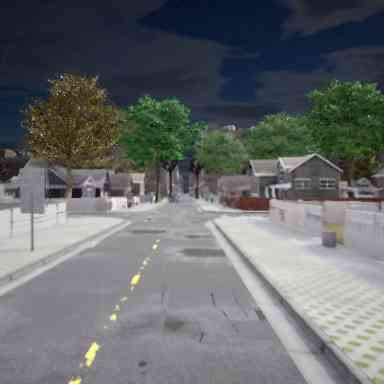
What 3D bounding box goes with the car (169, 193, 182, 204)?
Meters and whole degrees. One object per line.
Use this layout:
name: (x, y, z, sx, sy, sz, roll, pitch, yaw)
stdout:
car: (-3.755, 1.490, 69.819, 2.097, 1.767, 4.553, 0, 0, -1)
